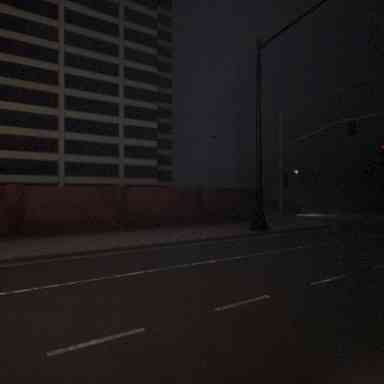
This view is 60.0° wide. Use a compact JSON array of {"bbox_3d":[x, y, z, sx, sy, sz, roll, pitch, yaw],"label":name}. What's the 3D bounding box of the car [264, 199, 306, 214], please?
[{"bbox_3d":[9.750,1.504,35.489,1.837,1.490,4.892,0,0,-36],"label":"car"}]
